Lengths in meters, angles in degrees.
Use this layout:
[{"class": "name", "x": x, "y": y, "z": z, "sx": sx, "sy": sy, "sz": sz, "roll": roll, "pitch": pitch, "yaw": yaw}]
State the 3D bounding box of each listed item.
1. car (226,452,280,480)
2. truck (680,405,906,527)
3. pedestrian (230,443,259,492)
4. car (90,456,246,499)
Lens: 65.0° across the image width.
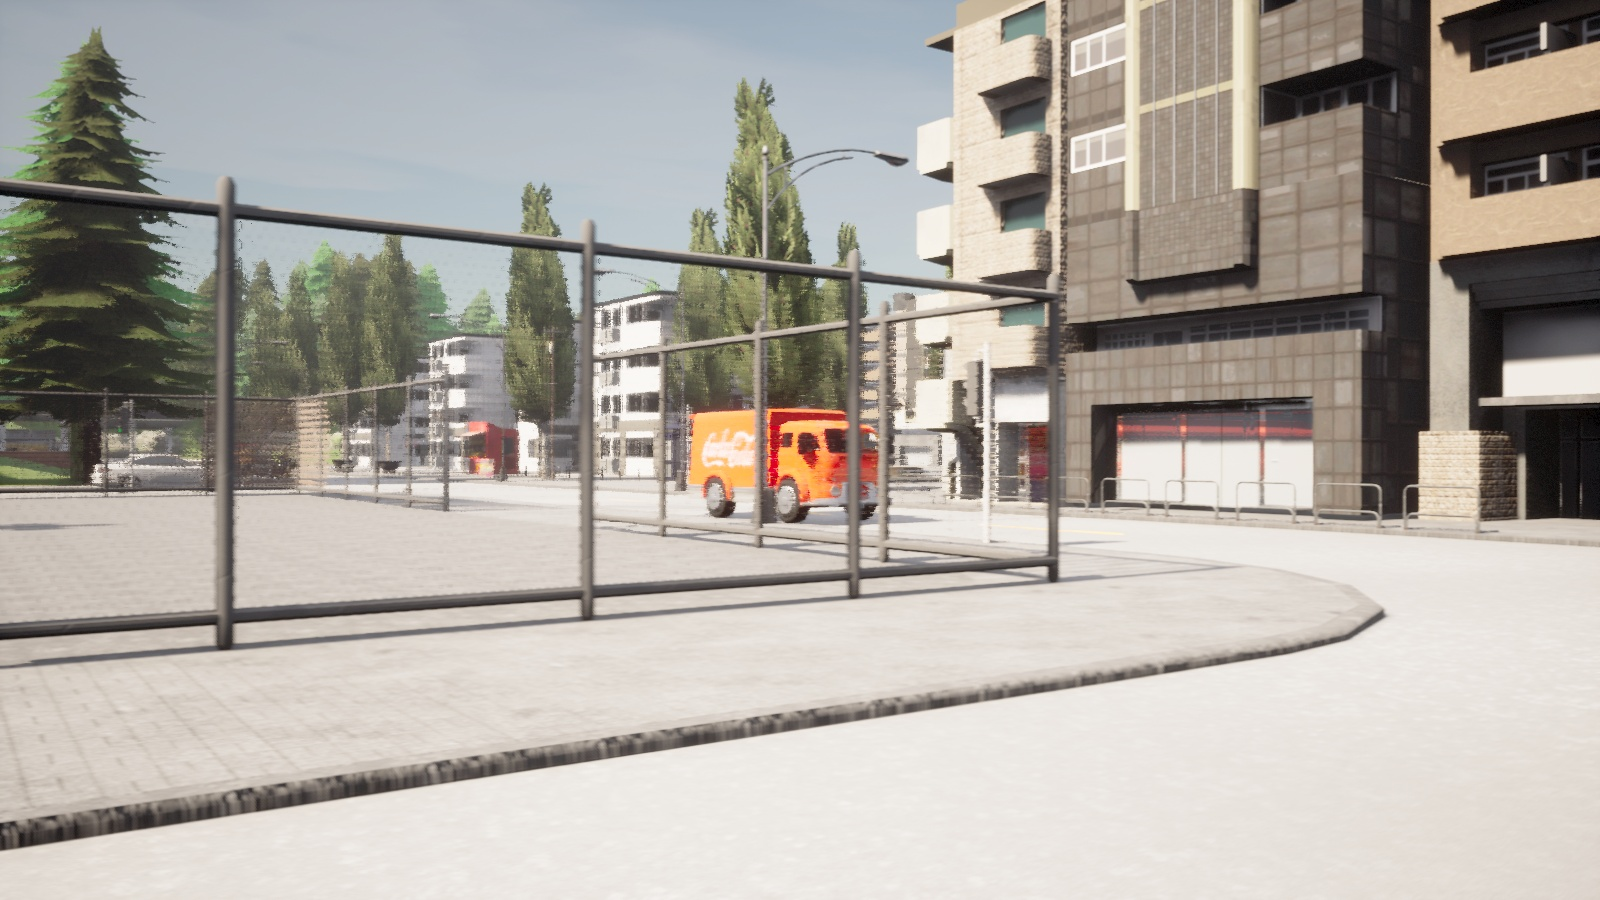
[{"class": "car", "x": -32.450, "y": 0.927, "z": 74.463, "sx": 2.033, "sy": 1.649, "sz": 4.856, "roll": 0, "pitch": 0, "yaw": -35}, {"class": "truck", "x": -0.294, "y": 0.329, "z": 28.345, "sx": 2.627, "sy": 2.467, "sz": 5.204, "roll": 0, "pitch": 0, "yaw": -35}, {"class": "pedestrian", "x": -21.235, "y": 0.659, "z": 48.009, "sx": 0.874, "sy": 1.855, "sz": 0.900, "roll": 0, "pitch": 0, "yaw": -35}, {"class": "car", "x": -22.145, "y": 0.926, "z": 44.068, "sx": 4.674, "sy": 1.442, "sz": 1.812, "roll": 0, "pitch": 0, "yaw": -35}]
